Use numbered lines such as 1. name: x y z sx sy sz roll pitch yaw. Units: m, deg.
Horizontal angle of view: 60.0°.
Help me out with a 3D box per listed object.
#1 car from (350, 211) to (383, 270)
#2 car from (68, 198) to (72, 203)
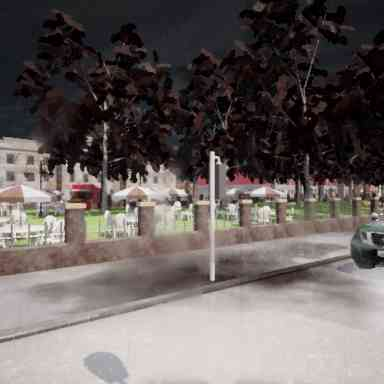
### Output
1. car: 7.037 1.223 10.053 5.566 2.045 2.150 0 0 -37
2. car: -15.891 1.351 49.260 4.553 1.767 2.097 0 0 -37
